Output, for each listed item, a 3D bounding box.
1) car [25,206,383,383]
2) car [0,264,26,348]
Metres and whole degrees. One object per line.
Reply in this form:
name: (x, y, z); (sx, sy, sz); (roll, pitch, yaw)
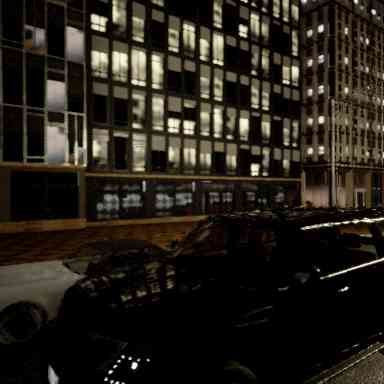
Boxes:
car: (1.072, 1.252, 4.438); (5.566, 2.045, 2.150); (1, 0, -35)
car: (-1.754, 1.624, 6.415); (4.718, 1.301, 1.895); (1, 0, -36)
